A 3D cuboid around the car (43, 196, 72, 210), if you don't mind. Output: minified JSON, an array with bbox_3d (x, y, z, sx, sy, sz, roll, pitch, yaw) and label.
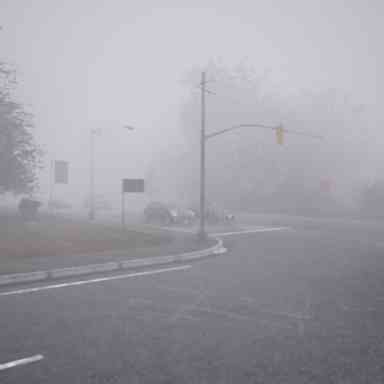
[{"bbox_3d":[-17.794,1.647,44.612,2.033,1.411,5.357,1,0,-38],"label":"car"}]

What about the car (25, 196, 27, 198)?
[{"bbox_3d":[-41.123,1.447,84.992,2.097,1.767,4.553,1,0,-39],"label":"car"}]

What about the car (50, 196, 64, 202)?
[{"bbox_3d":[-32.148,1.696,79.394,1.812,1.442,4.674,1,0,-39],"label":"car"}]

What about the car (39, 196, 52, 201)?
[{"bbox_3d":[-38.430,1.708,87.224,1.895,1.301,4.718,1,0,-39],"label":"car"}]

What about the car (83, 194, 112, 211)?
[{"bbox_3d":[-12.473,1.354,43.549,2.150,2.045,5.566,1,0,-39],"label":"car"}]

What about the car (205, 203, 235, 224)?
[{"bbox_3d":[1.262,1.637,26.403,2.128,1.511,4.902,1,0,-39],"label":"car"}]

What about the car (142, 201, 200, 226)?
[{"bbox_3d":[-1.765,1.466,24.585,2.097,1.767,4.553,1,0,-39],"label":"car"}]

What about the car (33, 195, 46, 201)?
[{"bbox_3d":[-34.620,1.615,76.884,1.882,1.535,5.008,1,0,-39],"label":"car"}]
